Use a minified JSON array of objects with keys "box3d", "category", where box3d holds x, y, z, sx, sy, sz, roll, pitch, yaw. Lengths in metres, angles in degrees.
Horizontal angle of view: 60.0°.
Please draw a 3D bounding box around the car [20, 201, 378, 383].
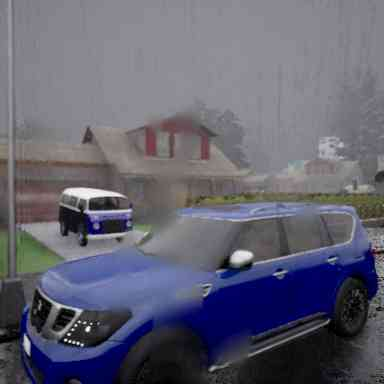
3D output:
[{"box3d":[0.576,1.199,4.990,5.566,2.045,2.150,0,0,-35],"category":"car"}]
